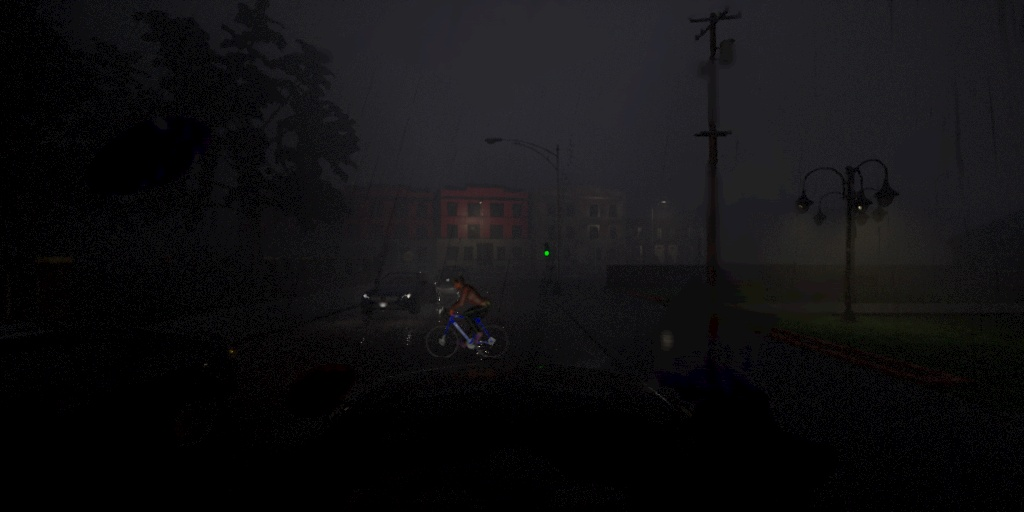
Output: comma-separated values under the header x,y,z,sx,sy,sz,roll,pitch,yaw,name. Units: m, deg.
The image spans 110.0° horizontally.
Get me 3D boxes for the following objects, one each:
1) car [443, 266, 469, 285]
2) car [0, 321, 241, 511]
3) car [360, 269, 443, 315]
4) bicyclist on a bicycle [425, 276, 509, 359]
x,y,z,sx,sy,sz,roll,pitch,yaw,name
-4.121,1.367,24.977,1.994,1.385,4.181,0,0,0,car
-4.091,1.277,2.363,1.812,1.442,4.674,0,0,0,car
-4.144,1.303,13.838,1.812,1.442,4.674,0,0,0,car
-0.878,1.210,6.995,1.656,1.620,0.582,0,0,0,bicyclist on a bicycle
